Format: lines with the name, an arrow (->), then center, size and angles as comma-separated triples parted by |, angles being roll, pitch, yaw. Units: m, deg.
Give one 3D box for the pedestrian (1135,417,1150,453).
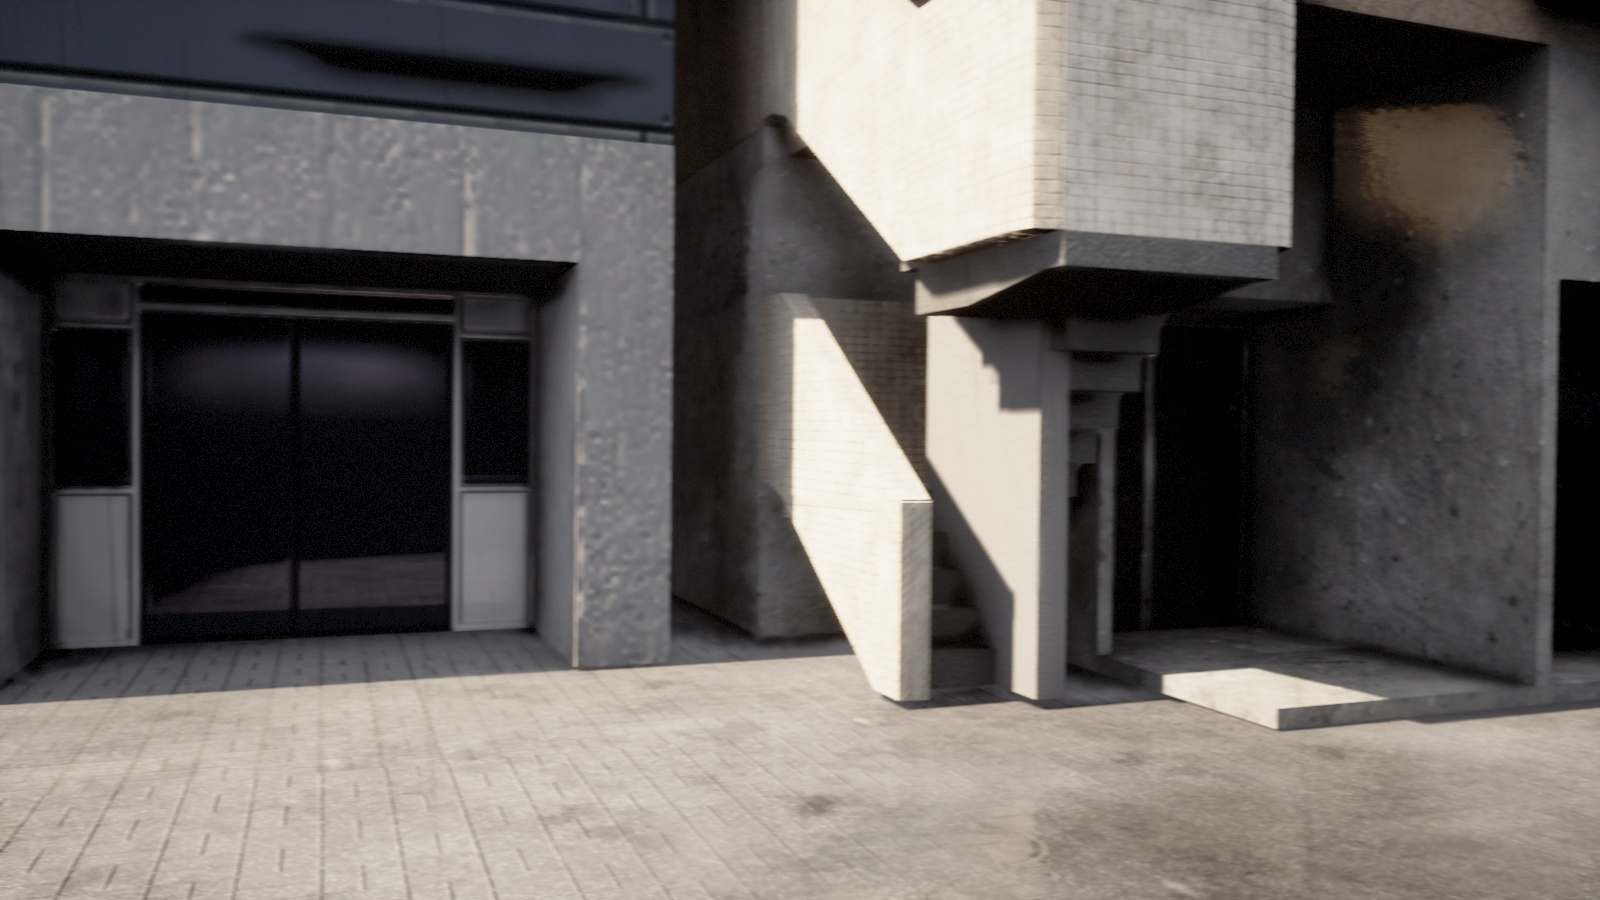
pedestrian -> 18.348, -0.794, 67.322 | 0.396, 1.930, 0.692 | -1, 1, -22
